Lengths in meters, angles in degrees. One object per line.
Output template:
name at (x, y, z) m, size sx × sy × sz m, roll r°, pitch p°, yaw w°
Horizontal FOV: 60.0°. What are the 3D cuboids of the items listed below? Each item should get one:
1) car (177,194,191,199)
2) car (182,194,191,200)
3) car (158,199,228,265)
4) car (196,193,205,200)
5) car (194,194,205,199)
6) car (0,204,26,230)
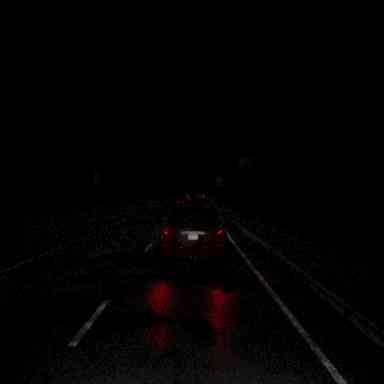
car at (-2.076, 1.228, 72.225) m, size 2.128 × 1.511 × 4.902 m, roll 0°, pitch 0°, yaw 4°
car at (-1.282, 1.129, 82.549) m, size 1.812 × 1.442 × 4.674 m, roll 0°, pitch 0°, yaw 5°
car at (0.035, 1.305, 11.647) m, size 2.097 × 1.767 × 4.553 m, roll 0°, pitch 0°, yaw 0°
car at (2.240, 1.104, 82.645) m, size 1.882 × 1.535 × 5.008 m, roll 0°, pitch 0°, yaw 5°
car at (1.445, 1.186, 72.448) m, size 1.882 × 1.535 × 5.008 m, roll 0°, pitch 0°, yaw 4°
car at (-10.529, 1.404, 17.310) m, size 2.128 × 1.511 × 4.902 m, roll 0°, pitch 0°, yaw 0°
